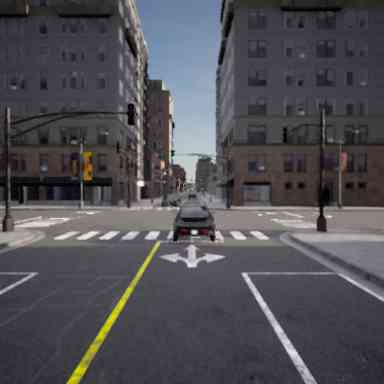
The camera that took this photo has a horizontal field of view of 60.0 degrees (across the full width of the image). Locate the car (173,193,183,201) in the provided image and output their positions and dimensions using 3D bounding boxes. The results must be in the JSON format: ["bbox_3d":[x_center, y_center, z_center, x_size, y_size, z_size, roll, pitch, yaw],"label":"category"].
[{"bbox_3d":[-2.730,0.889,66.828,1.837,1.490,4.892,0,0,0],"label":"car"}]

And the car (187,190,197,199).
[{"bbox_3d":[0.044,0.820,74.227,1.837,1.490,4.892,0,0,1],"label":"car"}]

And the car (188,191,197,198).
[{"bbox_3d":[0.171,0.627,84.626,2.128,1.511,4.902,0,0,1],"label":"car"}]

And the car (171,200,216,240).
[{"bbox_3d":[0.095,1.342,15.898,1.837,1.490,4.892,0,1,0],"label":"car"}]

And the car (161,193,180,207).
[{"bbox_3d":[-2.862,1.090,42.791,1.837,1.490,4.892,0,0,0],"label":"car"}]

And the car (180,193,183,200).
[{"bbox_3d":[-2.805,1.053,53.952,1.994,1.385,4.181,0,0,1],"label":"car"}]
